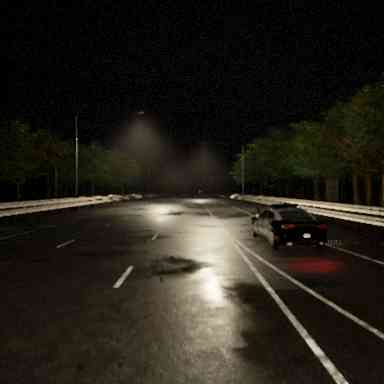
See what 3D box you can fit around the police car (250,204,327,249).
[{"bbox_3d":[3.848,1.324,14.212,1.930,1.638,5.238,0,0,-4],"label":"police car"}]
